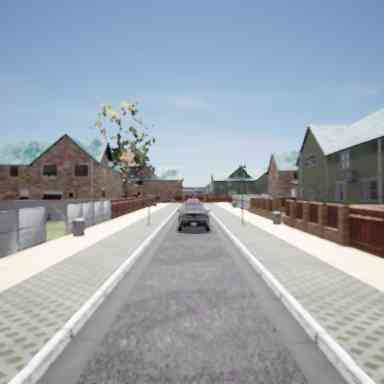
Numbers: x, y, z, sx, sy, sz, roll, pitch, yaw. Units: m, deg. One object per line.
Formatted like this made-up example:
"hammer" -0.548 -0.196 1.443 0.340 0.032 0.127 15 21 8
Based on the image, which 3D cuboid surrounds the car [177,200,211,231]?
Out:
"car" 0.108 1.511 20.783 1.837 1.490 4.892 0 0 0
